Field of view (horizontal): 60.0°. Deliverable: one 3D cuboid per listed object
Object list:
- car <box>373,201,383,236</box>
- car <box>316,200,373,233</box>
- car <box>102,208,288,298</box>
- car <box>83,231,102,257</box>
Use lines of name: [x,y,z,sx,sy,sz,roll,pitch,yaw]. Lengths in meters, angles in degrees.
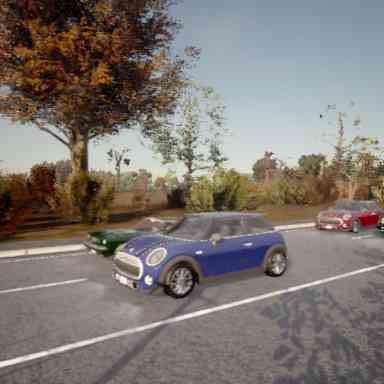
car: [11.181,1.308,16.337,4.553,1.767,2.097,0,0,-37]
car: [9.171,1.291,19.202,4.553,1.767,2.097,0,0,-36]
car: [0.344,1.322,8.534,4.553,1.767,2.097,0,0,-35]
car: [-1.257,1.556,11.683,4.718,1.301,1.895,0,0,-35]
